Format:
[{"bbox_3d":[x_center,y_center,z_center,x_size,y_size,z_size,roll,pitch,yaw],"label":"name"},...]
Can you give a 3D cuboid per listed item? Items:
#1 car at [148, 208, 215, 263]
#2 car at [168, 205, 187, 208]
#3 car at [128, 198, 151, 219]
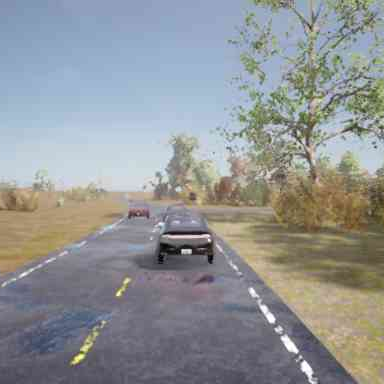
[{"bbox_3d":[-0.256,1.546,12.181,2.128,1.511,4.902,0,0,-2],"label":"car"},{"bbox_3d":[-1.180,1.676,25.438,1.994,1.385,4.181,0,0,-5],"label":"car"},{"bbox_3d":[-4.776,1.615,30.546,1.882,1.535,5.008,0,-1,-6],"label":"car"}]
